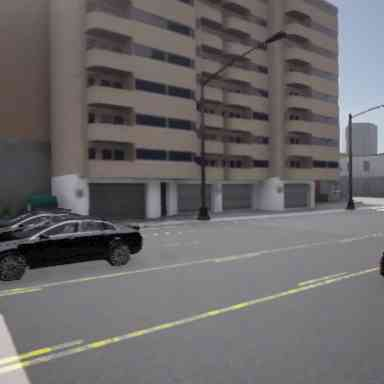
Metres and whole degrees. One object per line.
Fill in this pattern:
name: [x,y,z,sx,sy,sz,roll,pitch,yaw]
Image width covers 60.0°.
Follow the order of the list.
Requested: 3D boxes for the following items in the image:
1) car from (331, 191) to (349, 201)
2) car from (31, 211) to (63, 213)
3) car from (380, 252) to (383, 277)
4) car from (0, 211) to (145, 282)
car: [23.274,0.567,52.379,3.806,1.475,1.970,-3,2,-35]
car: [-5.839,1.491,12.725,4.902,1.511,2.128,0,0,-35]
car: [6.637,1.564,8.479,4.181,1.385,1.994,0,0,-35]
car: [-3.812,1.491,9.872,4.902,1.511,2.128,0,0,-35]
